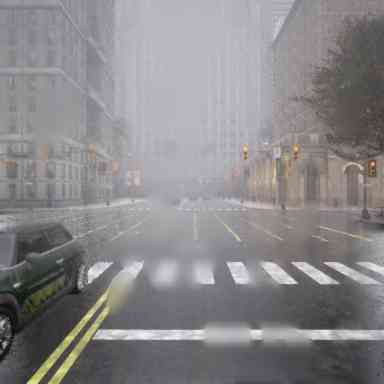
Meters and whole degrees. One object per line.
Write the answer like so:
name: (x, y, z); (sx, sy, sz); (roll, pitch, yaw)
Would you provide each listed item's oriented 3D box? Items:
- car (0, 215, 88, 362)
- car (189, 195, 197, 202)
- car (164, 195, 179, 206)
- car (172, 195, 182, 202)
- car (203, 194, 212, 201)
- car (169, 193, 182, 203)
car: (-3.481, 1.352, 5.730); (2.097, 1.767, 4.553); (0, 0, 1)
car: (0.192, 1.449, 78.638); (2.128, 1.511, 4.902); (0, 0, 1)
car: (-3.549, 1.601, 54.408); (1.895, 1.301, 4.718); (0, 0, 1)
car: (-3.347, 1.500, 74.991); (1.837, 1.490, 4.892); (0, 0, 1)
car: (3.691, 1.280, 78.572); (2.097, 1.767, 4.553); (0, 0, 1)
car: (-3.497, 1.221, 64.531); (2.150, 2.045, 5.566); (0, 0, 1)
